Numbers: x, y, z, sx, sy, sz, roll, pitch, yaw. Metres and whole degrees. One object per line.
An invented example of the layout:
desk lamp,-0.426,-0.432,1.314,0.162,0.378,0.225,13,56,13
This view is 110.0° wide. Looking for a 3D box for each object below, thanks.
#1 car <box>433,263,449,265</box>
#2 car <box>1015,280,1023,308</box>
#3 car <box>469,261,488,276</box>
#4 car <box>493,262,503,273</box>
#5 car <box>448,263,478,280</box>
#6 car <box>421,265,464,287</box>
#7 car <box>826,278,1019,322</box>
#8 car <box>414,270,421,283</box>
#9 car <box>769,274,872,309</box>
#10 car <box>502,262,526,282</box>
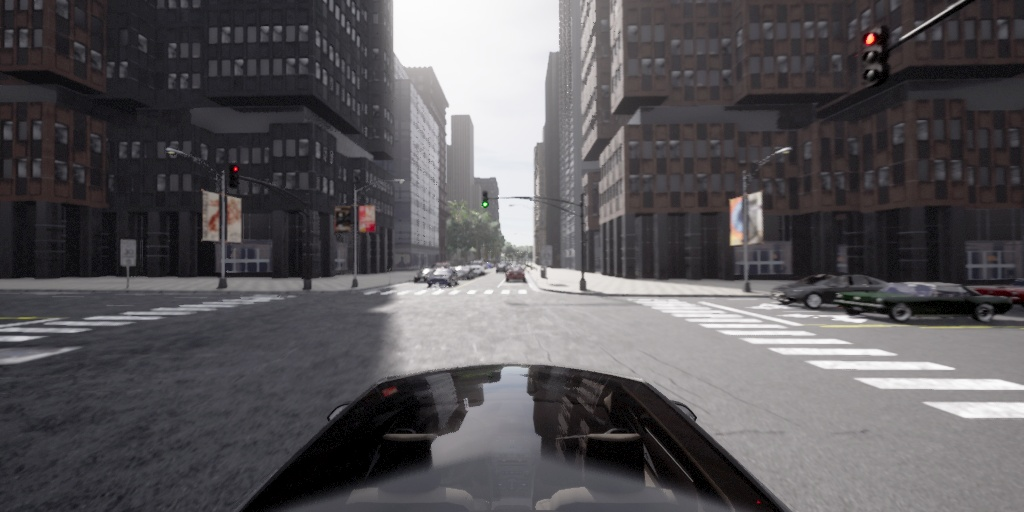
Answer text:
car,-8.042,1.686,40.326,2.192,1.841,5.009,0,0,1
car,23.706,1.709,16.068,4.718,1.301,1.895,0,-1,1
car,-5.150,1.735,50.625,2.150,2.045,5.566,0,-1,2
car,-1.751,2.177,60.771,1.812,1.442,4.674,0,-1,1
car,-5.388,1.836,39.993,2.128,1.511,4.902,0,-1,1
car,-5.597,1.729,29.728,2.033,1.411,5.357,0,-1,1
car,14.681,1.616,13.031,4.718,1.301,1.895,0,-1,-1
car,-8.157,1.851,34.902,1.948,1.339,4.313,0,0,1
car,14.487,1.559,16.287,4.892,1.490,1.837,0,-1,1
car,0.366,1.652,34.720,1.967,1.591,4.097,0,0,1
